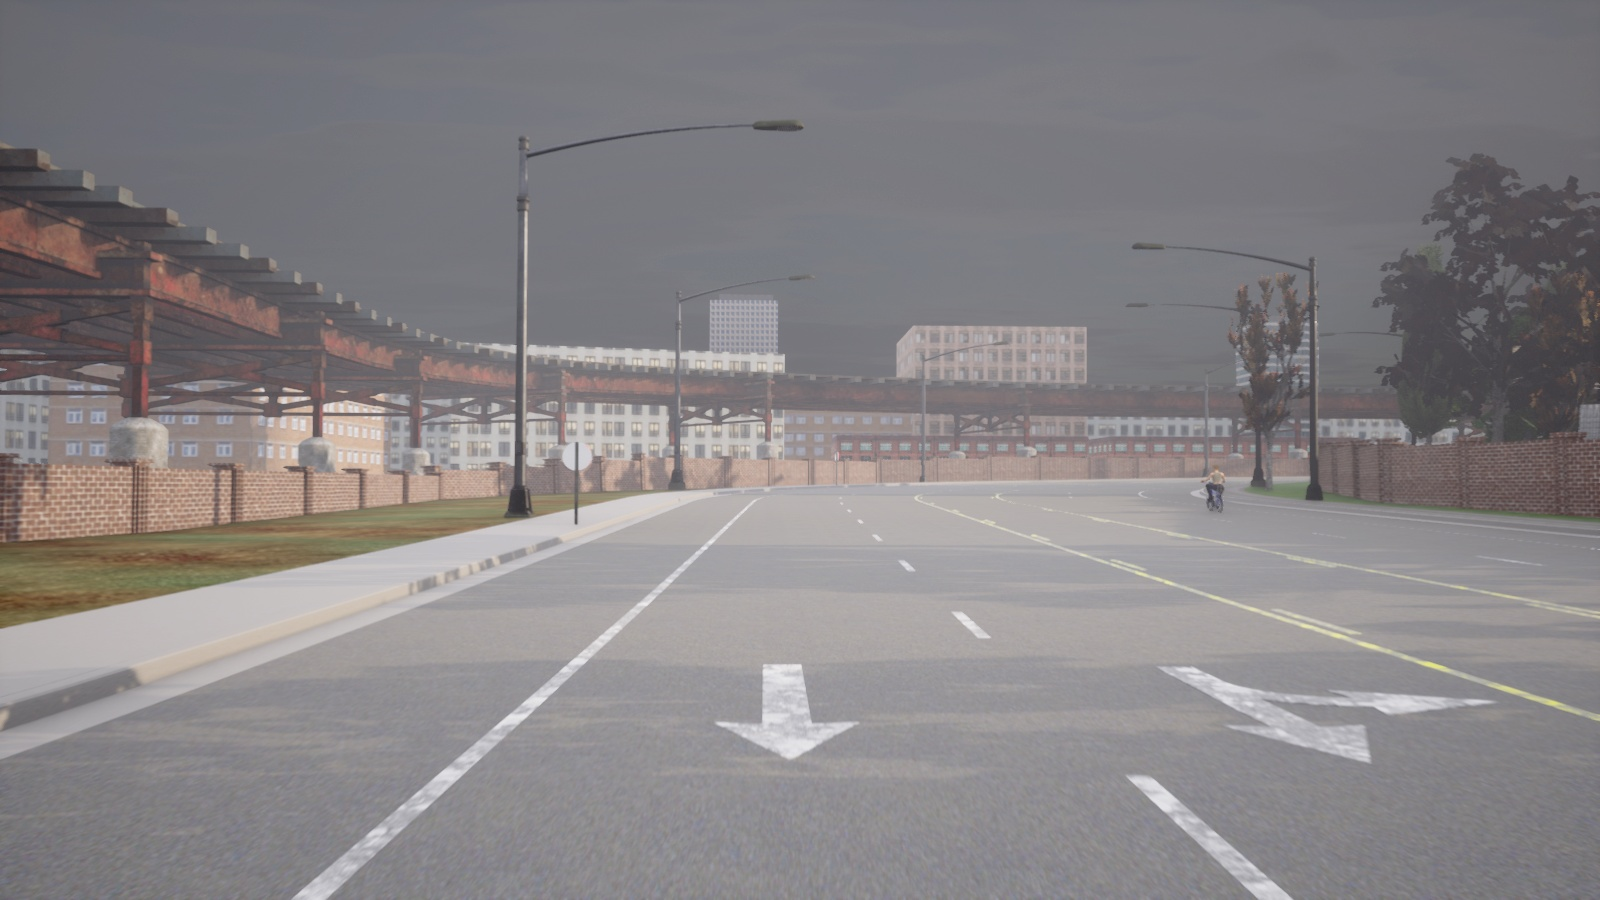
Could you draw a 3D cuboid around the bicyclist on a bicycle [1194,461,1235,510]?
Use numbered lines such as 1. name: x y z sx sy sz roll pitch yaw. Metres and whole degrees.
1. bicyclist on a bicycle: 13.900 1.170 42.118 0.866 1.612 1.509 0 -1 0
